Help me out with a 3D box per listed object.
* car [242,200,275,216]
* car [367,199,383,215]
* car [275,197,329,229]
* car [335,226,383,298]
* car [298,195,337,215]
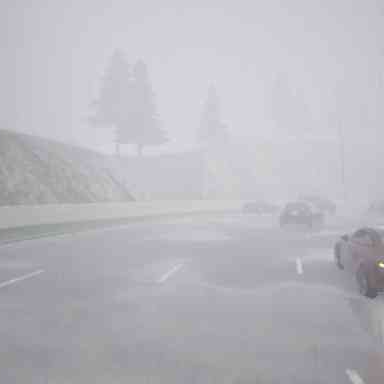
[{"bbox_3d":[6.913,1.551,33.412,2.128,1.511,4.902,0,0,42],"label":"car"},{"bbox_3d":[20.910,1.554,35.676,4.553,1.767,2.097,1,0,-34],"label":"car"},{"bbox_3d":[7.591,1.422,22.690,2.097,1.767,4.553,1,0,32],"label":"car"},{"bbox_3d":[4.895,1.573,8.313,1.812,1.442,4.674,0,0,13],"label":"car"},{"bbox_3d":[12.642,1.339,33.925,5.566,2.045,2.150,1,0,-42],"label":"car"}]
